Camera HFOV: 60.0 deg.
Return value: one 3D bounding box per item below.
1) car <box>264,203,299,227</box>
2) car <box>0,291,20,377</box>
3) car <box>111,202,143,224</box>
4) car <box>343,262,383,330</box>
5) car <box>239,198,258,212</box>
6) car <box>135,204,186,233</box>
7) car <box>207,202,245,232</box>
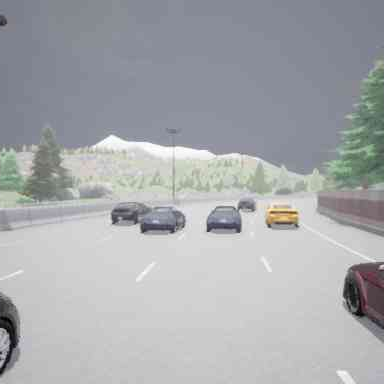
[{"bbox_3d":[5.986,1.454,22.463,1.882,1.535,5.008,0,0,10],"label":"car"},{"bbox_3d":[-3.254,1.502,2.490,1.837,1.490,4.892,0,0,2],"label":"car"},{"bbox_3d":[-4.308,1.479,24.454,1.837,1.490,4.892,0,0,11],"label":"car"},{"bbox_3d":[3.844,1.559,4.753,1.994,1.385,4.181,0,0,3],"label":"car"},{"bbox_3d":[6.459,1.464,38.513,1.837,1.490,4.892,0,0,17],"label":"car"},{"bbox_3d":[-1.603,1.543,19.590,1.994,1.385,4.181,0,0,9],"label":"car"},{"bbox_3d":[2.035,1.543,20.168,1.994,1.385,4.181,0,0,9],"label":"car"}]
